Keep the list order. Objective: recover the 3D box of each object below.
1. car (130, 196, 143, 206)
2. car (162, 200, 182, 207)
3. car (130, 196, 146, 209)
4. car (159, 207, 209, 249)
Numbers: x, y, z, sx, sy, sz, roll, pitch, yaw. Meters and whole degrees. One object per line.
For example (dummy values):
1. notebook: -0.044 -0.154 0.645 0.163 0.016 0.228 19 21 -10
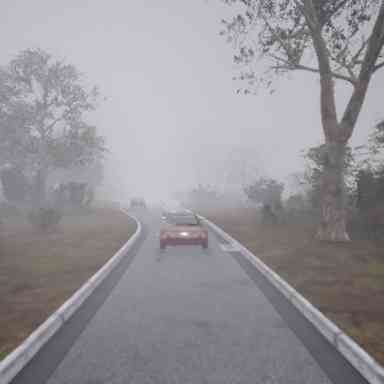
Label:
1. car: -9.056 1.465 54.342 1.882 1.535 5.008 0 0 -12
2. car: -1.858 1.519 31.509 1.812 1.442 4.674 0 0 -7
3. car: -7.319 1.342 45.101 2.097 1.767 4.553 0 0 -10
4. car: -0.400 1.560 14.643 1.994 1.385 4.181 0 0 -3
